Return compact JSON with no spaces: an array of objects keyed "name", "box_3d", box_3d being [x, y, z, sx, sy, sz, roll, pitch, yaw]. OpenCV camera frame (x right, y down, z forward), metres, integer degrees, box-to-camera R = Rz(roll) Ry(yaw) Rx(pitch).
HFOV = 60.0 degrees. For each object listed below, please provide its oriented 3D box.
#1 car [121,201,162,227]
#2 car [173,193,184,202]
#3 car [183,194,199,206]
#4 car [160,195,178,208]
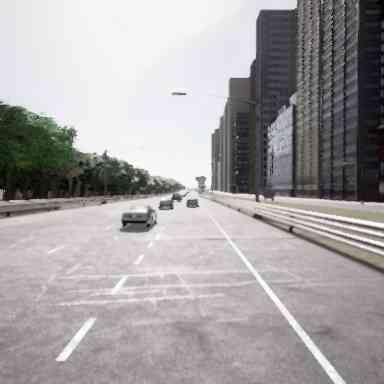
[{"name":"car","box_3d":[-3.488,1.532,22.567,2.033,1.411,5.357,0,0,0]},{"name":"car","box_3d":[-3.672,1.298,79.155,2.150,2.045,5.566,0,0,0]},{"name":"car","box_3d":[0.051,1.519,53.272,2.128,1.511,4.902,0,0,0]},{"name":"car","box_3d":[-3.528,1.493,46.571,2.128,1.511,4.902,0,0,0]}]
